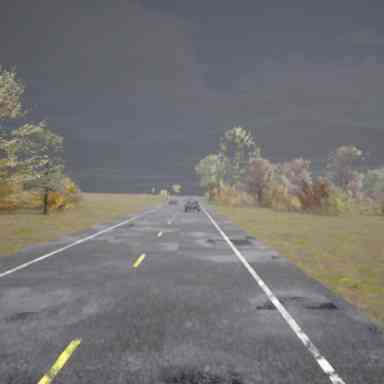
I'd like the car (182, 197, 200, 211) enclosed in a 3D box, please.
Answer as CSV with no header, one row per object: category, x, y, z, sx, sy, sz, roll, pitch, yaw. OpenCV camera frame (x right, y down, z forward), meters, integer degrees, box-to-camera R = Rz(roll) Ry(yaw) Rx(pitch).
car,0.046,1.718,43.507,2.128,1.511,4.902,0,0,0

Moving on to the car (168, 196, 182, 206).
car,-3.587,1.886,64.795,2.033,1.411,5.357,0,0,0
